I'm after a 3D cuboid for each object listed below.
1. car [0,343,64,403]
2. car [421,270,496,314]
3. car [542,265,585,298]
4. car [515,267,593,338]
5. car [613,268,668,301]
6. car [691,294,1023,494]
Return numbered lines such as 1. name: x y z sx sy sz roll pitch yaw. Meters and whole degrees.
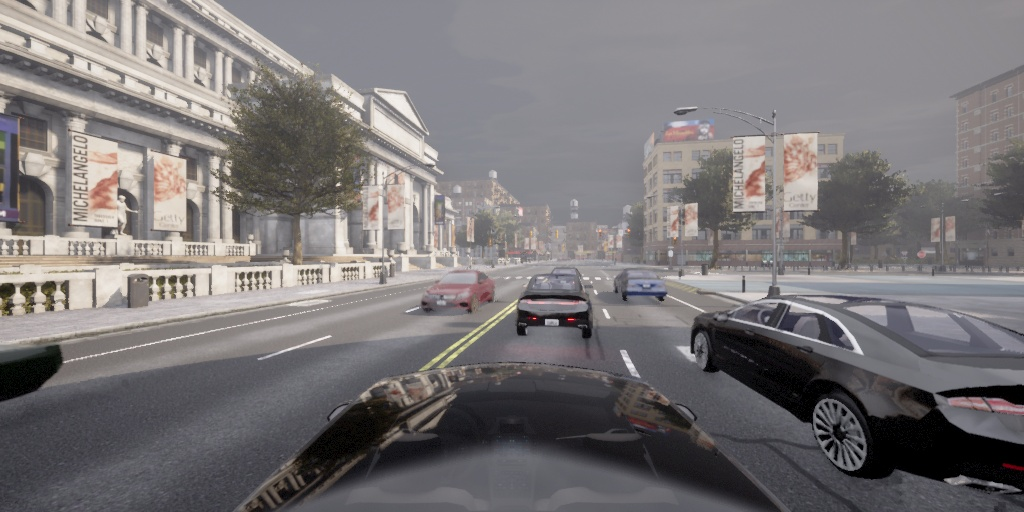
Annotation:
1. car: -6.957 1.351 2.486 1.895 1.301 4.718 0 0 3
2. car: -1.865 1.275 13.976 1.812 1.442 4.674 0 0 11
3. car: 2.937 1.297 19.724 2.033 1.411 5.357 0 0 11
4. car: 1.265 1.242 10.248 2.128 1.511 4.902 0 0 9
5. car: 6.084 1.297 17.448 2.033 1.411 5.357 0 0 10
6. car: 4.026 1.240 4.622 2.128 1.511 4.902 0 0 5
